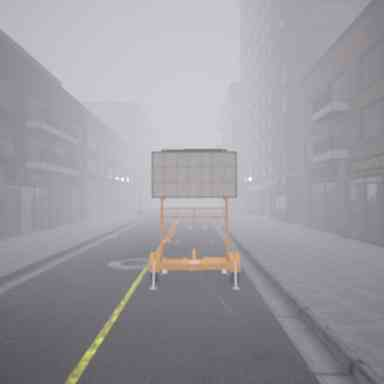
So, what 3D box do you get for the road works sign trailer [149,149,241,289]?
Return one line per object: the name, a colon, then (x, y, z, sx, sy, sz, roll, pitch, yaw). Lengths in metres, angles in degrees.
road works sign trailer: (0.068, 0.582, 9.456, 2.380, 3.560, 2.880, 0, -1, 0)
